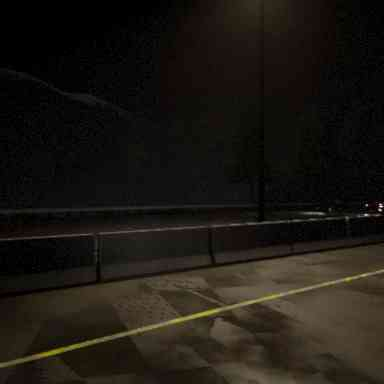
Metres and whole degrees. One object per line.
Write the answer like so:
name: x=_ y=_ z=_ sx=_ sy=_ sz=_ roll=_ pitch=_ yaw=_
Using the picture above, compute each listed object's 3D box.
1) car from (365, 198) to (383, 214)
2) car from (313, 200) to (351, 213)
car: x=20.405 y=1.339 z=34.765 sx=4.553 sy=1.767 sz=2.097 roll=0 pitch=0 yaw=-22
car: x=15.279 y=1.541 z=36.344 sx=4.181 sy=1.385 sz=1.994 roll=0 pitch=0 yaw=-24
